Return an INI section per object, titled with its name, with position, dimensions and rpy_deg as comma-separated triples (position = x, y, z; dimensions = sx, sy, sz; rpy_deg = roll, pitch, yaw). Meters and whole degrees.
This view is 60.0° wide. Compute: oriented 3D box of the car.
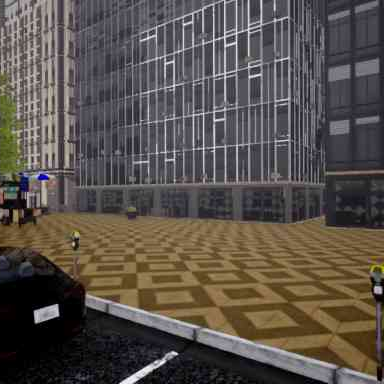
[car]
position = -3.519, 1.566, 5.398
dimensions = 4.313, 1.339, 1.947
rpy_deg = 0, 0, 36
